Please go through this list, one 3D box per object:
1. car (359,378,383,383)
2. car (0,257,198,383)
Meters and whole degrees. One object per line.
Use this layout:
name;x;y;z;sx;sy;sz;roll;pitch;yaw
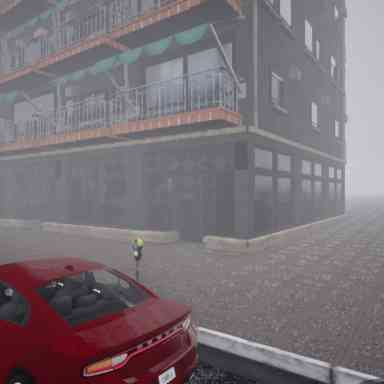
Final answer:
car;2.551;1.566;1.059;4.313;1.339;1.947;0;0;35
car;-2.042;1.545;4.326;4.507;1.381;1.887;0;0;35
